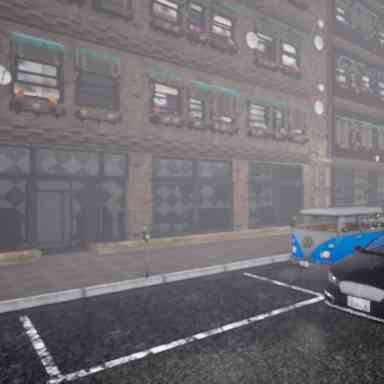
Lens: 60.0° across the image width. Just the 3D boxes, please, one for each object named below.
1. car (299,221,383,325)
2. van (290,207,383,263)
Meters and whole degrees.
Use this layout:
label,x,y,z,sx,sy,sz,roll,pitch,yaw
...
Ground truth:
label,x,y,z,sx,sy,sz,roll,pitch,yaw
car,4.618,1.494,6.654,4.902,1.511,2.128,0,0,-35
van,4.632,1.344,9.866,3.998,1.788,1.690,0,0,-35
